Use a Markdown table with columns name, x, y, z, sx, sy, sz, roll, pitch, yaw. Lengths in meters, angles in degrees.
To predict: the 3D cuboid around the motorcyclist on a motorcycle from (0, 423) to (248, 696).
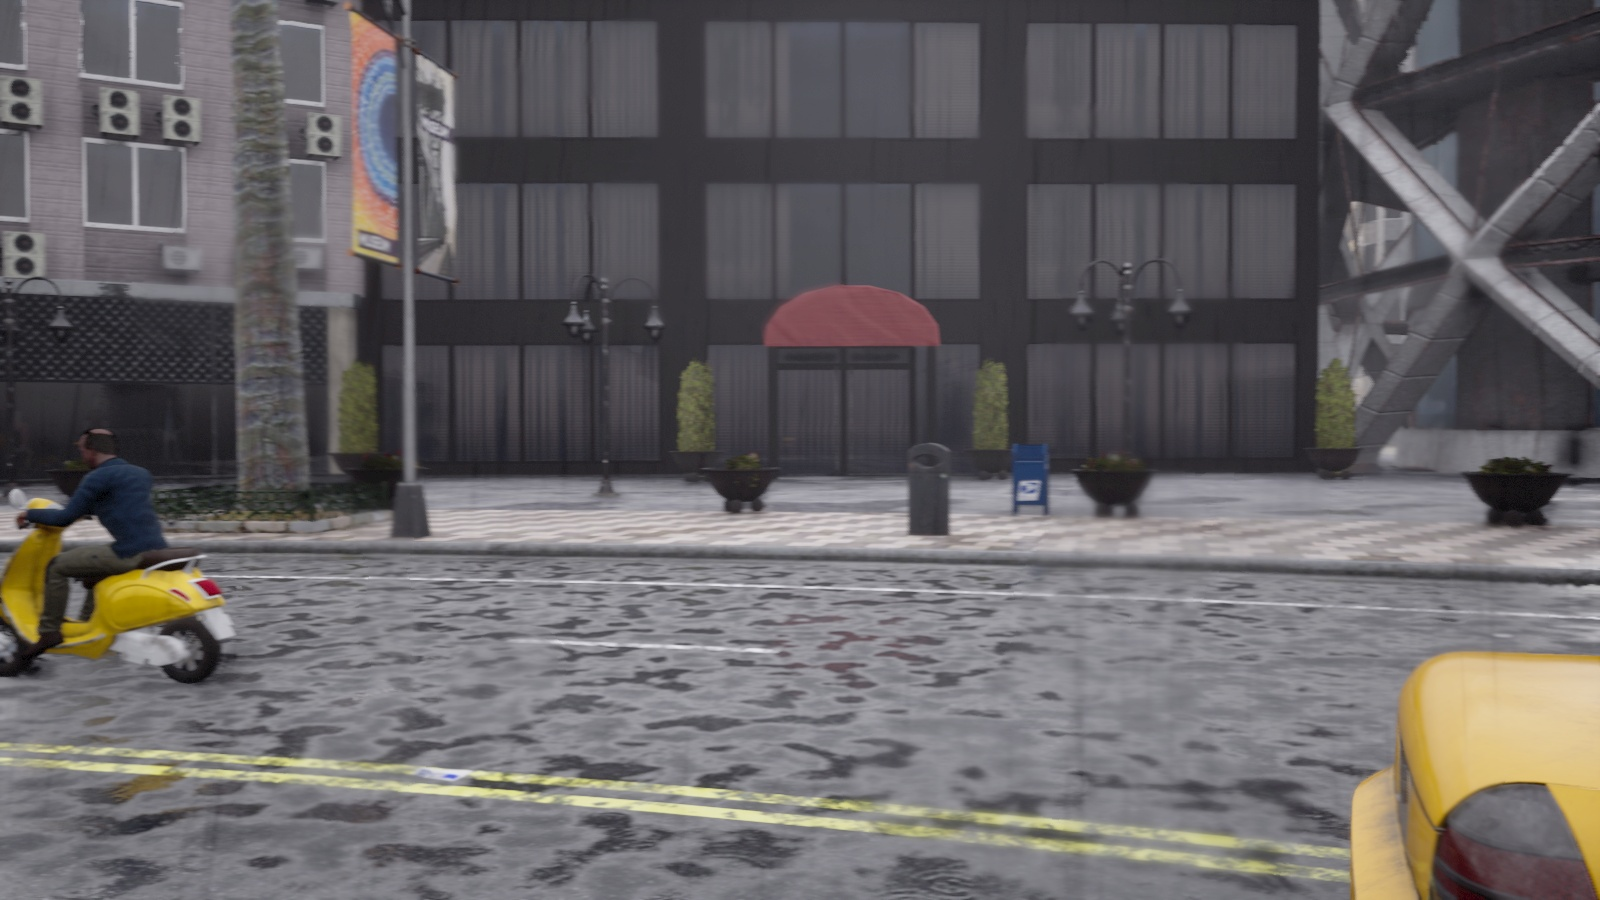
| name | x | y | z | sx | sy | sz | roll | pitch | yaw |
| --- | --- | --- | --- | --- | --- | --- | --- | --- | --- |
| motorcyclist on a motorcycle | -4.572 | 0.627 | 7.907 | 1.817 | 1.590 | 0.866 | 0 | 1 | 10 |

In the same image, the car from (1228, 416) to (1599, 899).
| name | x | y | z | sx | sy | sz | roll | pitch | yaw |
| --- | --- | --- | --- | --- | --- | --- | --- | --- | --- |
| car | 3.532 | 0.744 | 1.863 | 5.366 | 1.575 | 1.801 | 1 | 1 | 23 |
